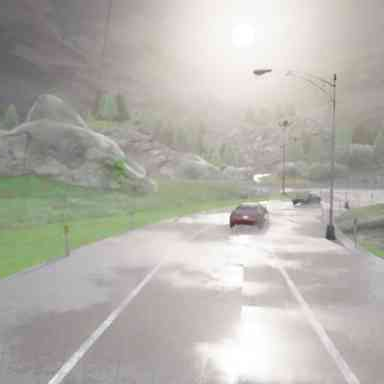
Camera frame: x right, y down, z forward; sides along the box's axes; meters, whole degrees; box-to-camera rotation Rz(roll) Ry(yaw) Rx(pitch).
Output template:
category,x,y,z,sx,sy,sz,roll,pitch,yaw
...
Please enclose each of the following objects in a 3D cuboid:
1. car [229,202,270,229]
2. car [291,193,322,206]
category,x,y,z,sx,sy,sz,roll,pitch,yaw
car,3.576,1.309,20.222,1.994,1.385,4.181,1,2,18
car,12.886,0.788,37.136,1.895,1.301,4.718,3,4,39
